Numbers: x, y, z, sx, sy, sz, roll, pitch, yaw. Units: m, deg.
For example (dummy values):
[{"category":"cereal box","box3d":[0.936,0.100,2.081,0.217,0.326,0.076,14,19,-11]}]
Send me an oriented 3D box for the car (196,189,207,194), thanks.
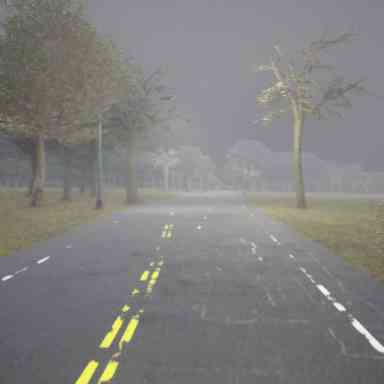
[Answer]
[{"category":"car","box3d":[2.305,-0.145,93.769,1.994,1.385,4.181,0,1,6]}]
